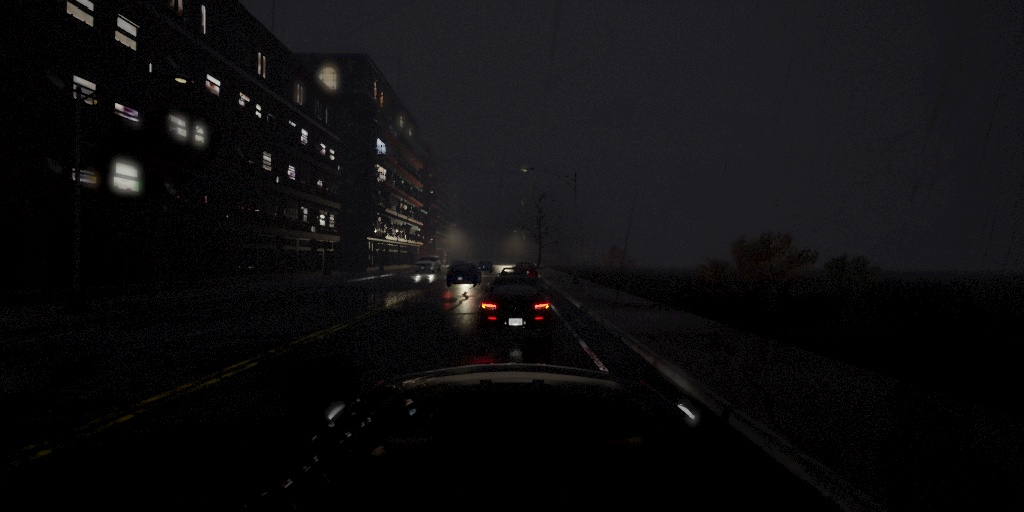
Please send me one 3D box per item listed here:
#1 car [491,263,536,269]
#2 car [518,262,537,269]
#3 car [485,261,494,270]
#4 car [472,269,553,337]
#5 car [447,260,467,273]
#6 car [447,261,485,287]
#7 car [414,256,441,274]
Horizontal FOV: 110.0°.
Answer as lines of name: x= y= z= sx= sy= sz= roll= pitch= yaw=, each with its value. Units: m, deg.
car: x=0.063 y=1.317 z=20.335 sx=1.994 sy=1.385 sz=4.181 roll=0 pitch=0 yaw=0
car: x=1.081 y=1.232 z=29.863 sx=1.882 sy=1.535 sz=5.008 roll=0 pitch=0 yaw=0
car: x=-3.242 y=1.300 z=43.722 sx=2.033 sy=1.411 sz=5.357 roll=0 pitch=0 yaw=0
car: x=0.075 y=1.277 z=10.168 sx=1.812 sy=1.442 sz=4.674 roll=0 pitch=0 yaw=0
car: x=-6.684 y=1.279 z=43.907 sx=1.812 sy=1.442 sz=4.674 roll=0 pitch=0 yaw=0
car: x=-3.197 y=1.231 z=24.517 sx=1.882 sy=1.535 sz=5.008 roll=0 pitch=0 yaw=0
car: x=-9.932 y=0.975 z=42.622 sx=2.150 sy=2.045 sz=5.566 roll=0 pitch=0 yaw=0
